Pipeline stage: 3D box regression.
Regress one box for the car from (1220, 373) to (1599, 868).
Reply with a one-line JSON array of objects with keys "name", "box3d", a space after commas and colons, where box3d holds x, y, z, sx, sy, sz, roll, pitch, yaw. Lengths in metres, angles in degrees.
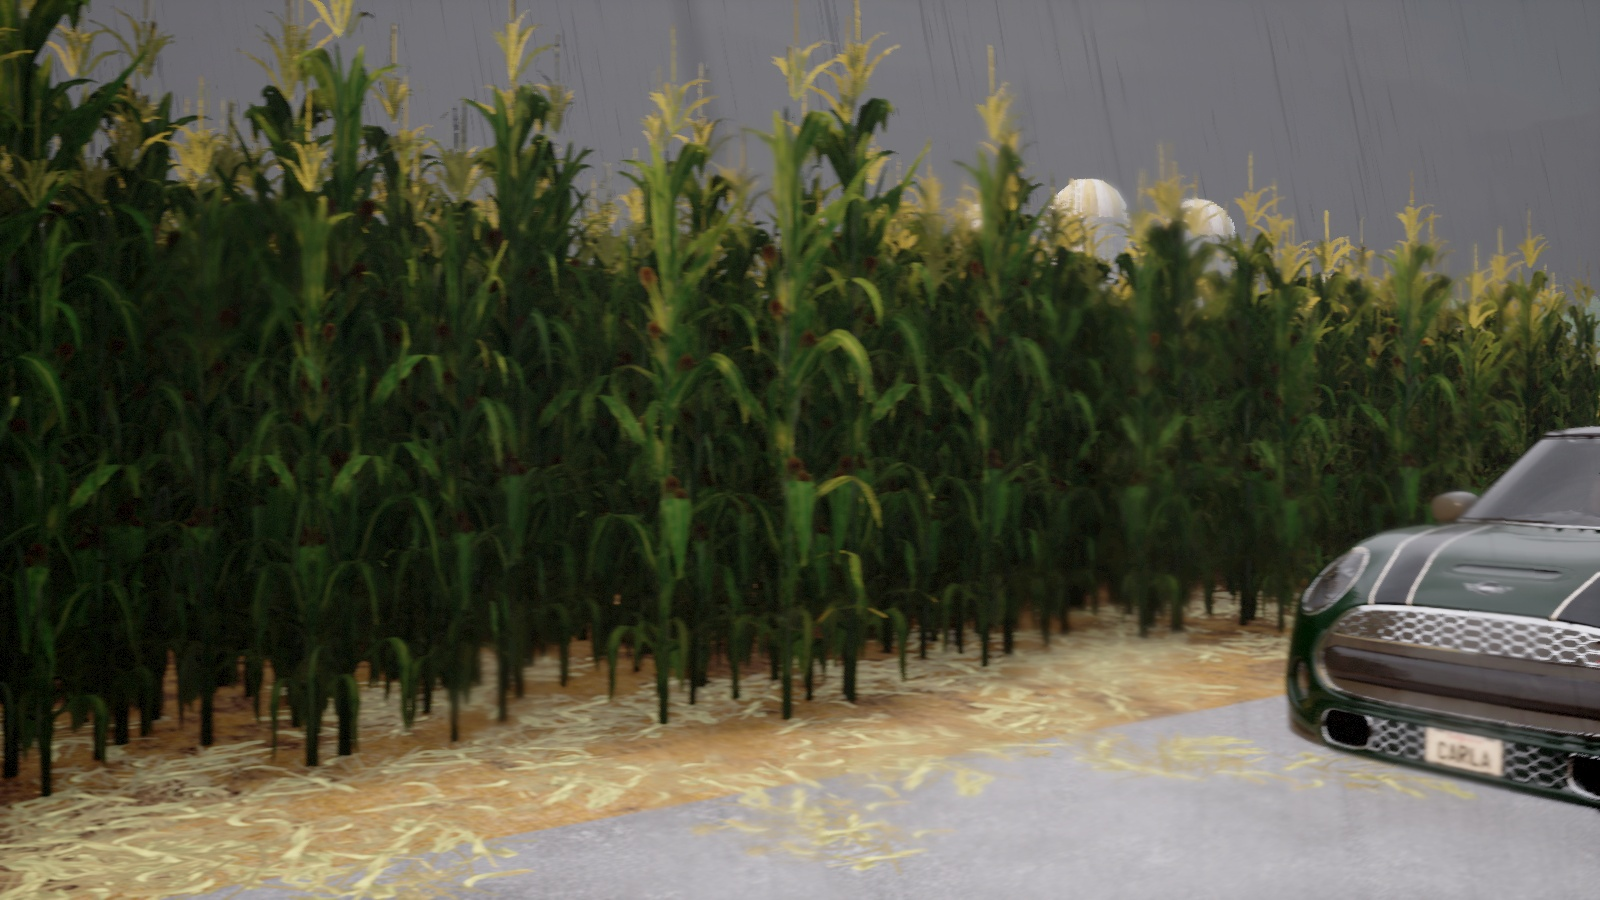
[{"name": "car", "box3d": [4.408, 0.610, 6.240, 4.553, 1.767, 2.097, 0, 0, -35]}]
